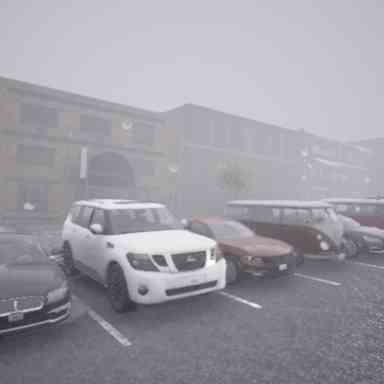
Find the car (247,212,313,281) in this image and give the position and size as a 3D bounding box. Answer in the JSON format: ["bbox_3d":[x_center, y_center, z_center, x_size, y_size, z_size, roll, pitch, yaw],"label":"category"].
[{"bbox_3d":[0.700,1.499,9.893,2.097,1.535,5.008,0,0,-35],"label":"car"}]

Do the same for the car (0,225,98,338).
[{"bbox_3d":[-3.869,1.481,6.637,2.231,1.521,4.892,0,0,-35],"label":"car"}]

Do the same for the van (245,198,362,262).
[{"bbox_3d":[3.055,1.283,11.421,1.878,1.987,4.442,0,0,-35],"label":"van"}]

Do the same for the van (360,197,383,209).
[{"bbox_3d":[7.488,1.302,14.862,1.878,1.987,4.442,0,0,-35],"label":"van"}]

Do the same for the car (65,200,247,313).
[{"bbox_3d":[-1.563,1.238,8.239,2.435,2.045,5.566,0,0,-35],"label":"car"}]

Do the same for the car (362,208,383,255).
[{"bbox_3d":[5.266,1.519,13.146,2.231,1.521,4.892,0,0,-35],"label":"car"}]
